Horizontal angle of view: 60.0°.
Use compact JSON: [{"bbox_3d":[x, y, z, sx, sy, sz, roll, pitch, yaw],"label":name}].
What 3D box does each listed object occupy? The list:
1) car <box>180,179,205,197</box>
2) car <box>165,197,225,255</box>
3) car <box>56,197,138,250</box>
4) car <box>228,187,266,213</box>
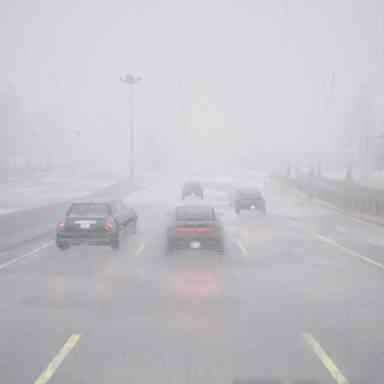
[{"bbox_3d":[0.048,-0.348,29.257,1.837,1.490,4.892,0,7,0],"label":"car"},{"bbox_3d":[0.100,1.181,11.958,1.837,1.490,4.892,0,2,0],"label":"car"},{"bbox_3d":[-3.404,0.986,12.774,2.097,1.767,4.553,0,3,0],"label":"car"},{"bbox_3d":[3.581,0.449,21.984,1.837,1.490,4.892,0,5,0],"label":"car"}]
